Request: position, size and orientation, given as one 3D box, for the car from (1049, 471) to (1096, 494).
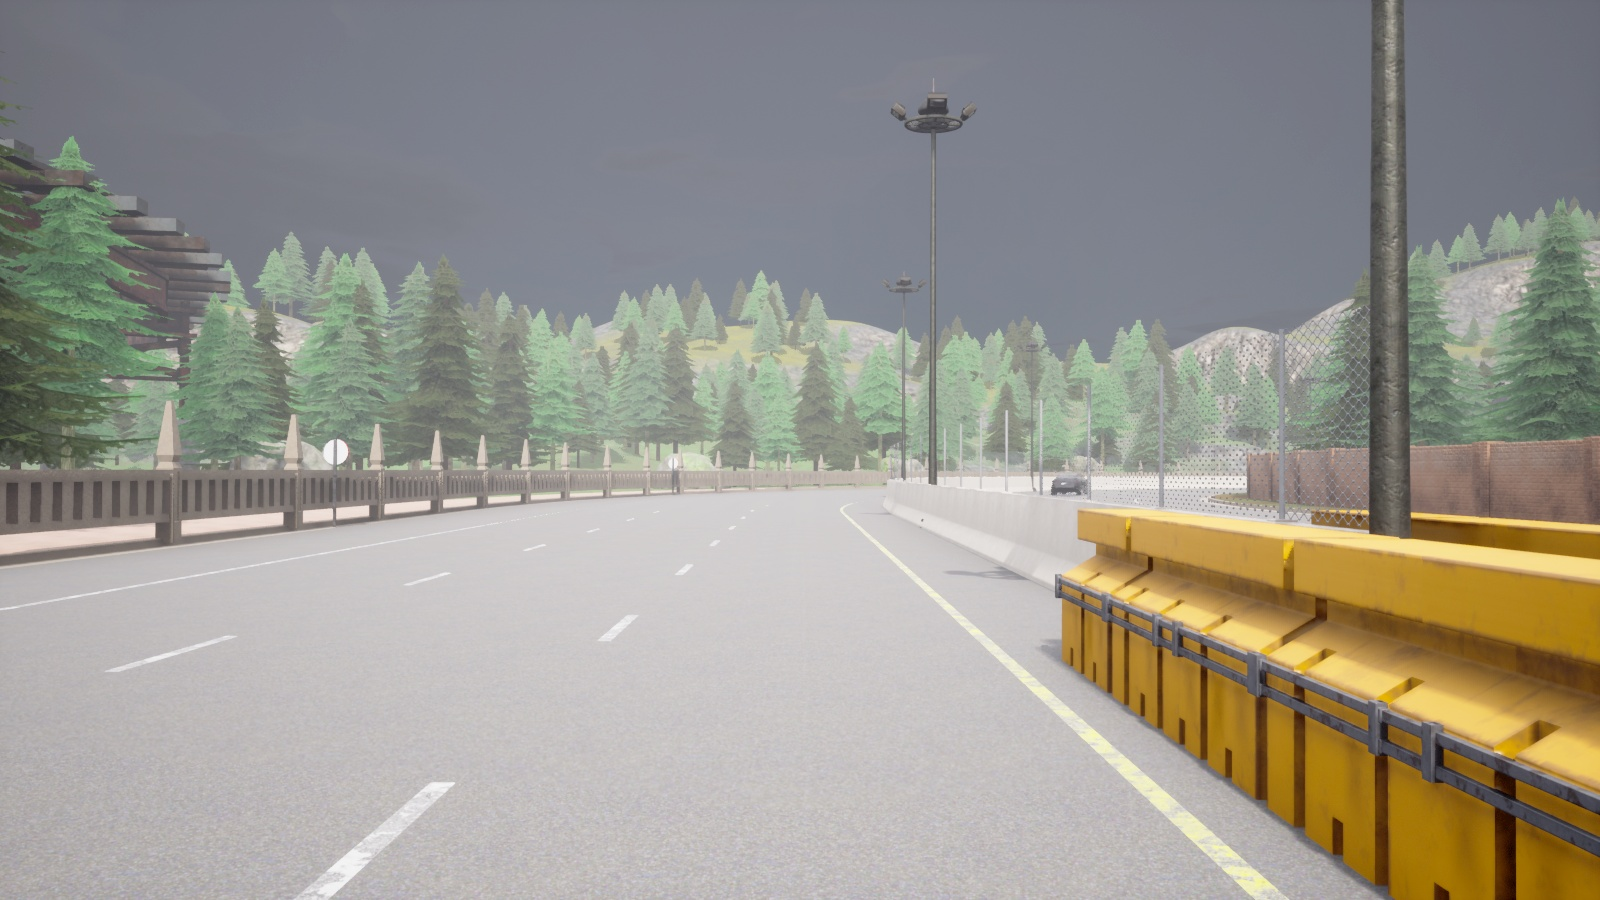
[{"bbox_3d":[18.348,2.157,84.537,2.163,1.488,4.792,-1,-1,24],"label":"car"}]
